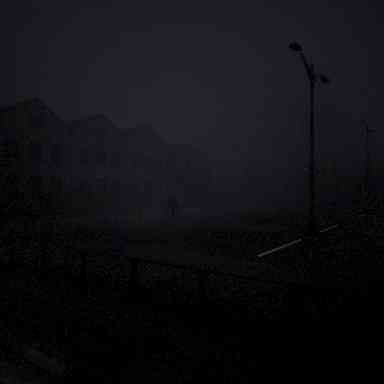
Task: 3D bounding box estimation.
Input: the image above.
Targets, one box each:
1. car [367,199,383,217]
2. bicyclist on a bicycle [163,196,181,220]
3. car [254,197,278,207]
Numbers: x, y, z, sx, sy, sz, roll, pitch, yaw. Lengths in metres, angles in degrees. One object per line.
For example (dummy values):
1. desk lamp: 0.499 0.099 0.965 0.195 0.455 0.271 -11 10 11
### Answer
1. car: 15.429 1.298 26.810 2.007 1.523 4.514 0 0 35
2. bicyclist on a bicycle: -1.393 1.109 23.058 1.656 1.620 0.582 0 0 35
3. car: 10.442 1.356 46.685 2.033 1.411 5.357 0 0 32
